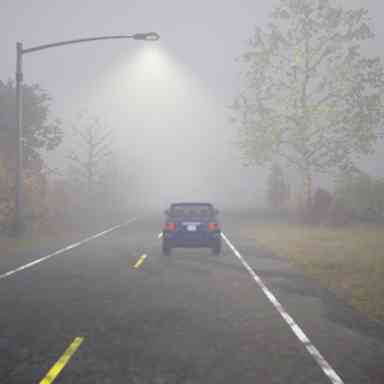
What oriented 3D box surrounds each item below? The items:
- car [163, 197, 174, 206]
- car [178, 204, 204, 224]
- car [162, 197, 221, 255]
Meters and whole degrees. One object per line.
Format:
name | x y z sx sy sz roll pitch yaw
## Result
car | -5.104 1.984 72.350 2.097 1.767 4.553 0 0 -8
car | -0.074 1.816 28.996 2.033 1.411 5.357 0 0 0
car | -0.014 1.347 14.028 2.150 2.045 5.566 0 0 0
